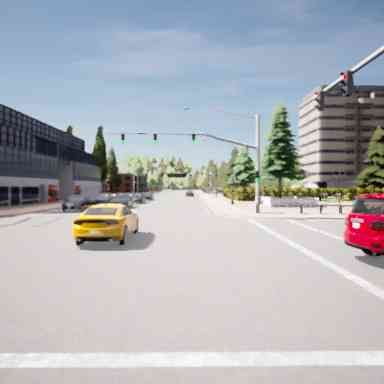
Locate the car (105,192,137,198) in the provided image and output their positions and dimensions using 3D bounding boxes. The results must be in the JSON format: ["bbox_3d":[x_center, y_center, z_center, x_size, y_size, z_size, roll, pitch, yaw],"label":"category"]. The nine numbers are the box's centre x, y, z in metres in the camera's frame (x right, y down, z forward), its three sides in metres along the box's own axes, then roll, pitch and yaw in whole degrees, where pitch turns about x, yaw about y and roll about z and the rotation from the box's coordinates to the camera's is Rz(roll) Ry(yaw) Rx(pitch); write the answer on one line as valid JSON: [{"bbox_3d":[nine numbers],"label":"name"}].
[{"bbox_3d":[-7.445,0.966,35.386,1.837,1.490,4.892,0,1,0],"label":"car"}]

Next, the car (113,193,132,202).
[{"bbox_3d":[-10.939,0.801,52.590,1.895,1.301,4.718,0,1,0],"label":"car"}]

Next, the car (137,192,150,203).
[{"bbox_3d":[-7.464,0.797,45.599,2.128,1.511,4.902,0,1,0],"label":"car"}]

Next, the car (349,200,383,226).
[{"bbox_3d":[12.679,1.234,20.214,5.357,1.411,2.033,0,1,0],"label":"car"}]

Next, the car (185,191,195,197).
[{"bbox_3d":[-0.505,0.408,73.144,1.812,1.442,4.674,0,1,0],"label":"car"}]

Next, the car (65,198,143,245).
[{"bbox_3d":[-3.538,1.257,14.393,1.882,1.535,5.008,0,1,-1],"label":"car"}]

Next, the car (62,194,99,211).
[{"bbox_3d":[-10.927,1.004,32.047,2.128,1.511,4.902,0,1,0],"label":"car"}]

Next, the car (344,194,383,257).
[{"bbox_3d":[7.492,1.066,9.965,5.566,2.045,2.150,0,0,-5],"label":"car"}]

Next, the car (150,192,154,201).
[{"bbox_3d":[-7.435,0.695,55.965,2.033,1.411,5.357,0,1,0],"label":"car"}]

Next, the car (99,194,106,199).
[{"bbox_3d":[-10.957,0.904,42.302,2.033,1.411,5.357,0,1,0],"label":"car"}]
